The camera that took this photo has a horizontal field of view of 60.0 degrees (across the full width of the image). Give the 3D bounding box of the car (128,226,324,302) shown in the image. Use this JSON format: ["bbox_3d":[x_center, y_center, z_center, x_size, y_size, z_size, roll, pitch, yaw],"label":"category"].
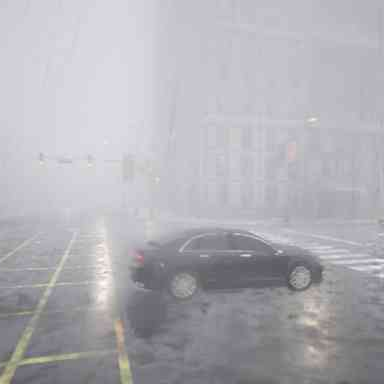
[{"bbox_3d":[0.906,1.642,8.298,4.892,1.490,1.837,1,-1,-16],"label":"car"}]

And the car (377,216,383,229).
[{"bbox_3d":[15.631,1.932,23.692,5.008,1.535,1.882,1,-1,-16],"label":"car"}]
